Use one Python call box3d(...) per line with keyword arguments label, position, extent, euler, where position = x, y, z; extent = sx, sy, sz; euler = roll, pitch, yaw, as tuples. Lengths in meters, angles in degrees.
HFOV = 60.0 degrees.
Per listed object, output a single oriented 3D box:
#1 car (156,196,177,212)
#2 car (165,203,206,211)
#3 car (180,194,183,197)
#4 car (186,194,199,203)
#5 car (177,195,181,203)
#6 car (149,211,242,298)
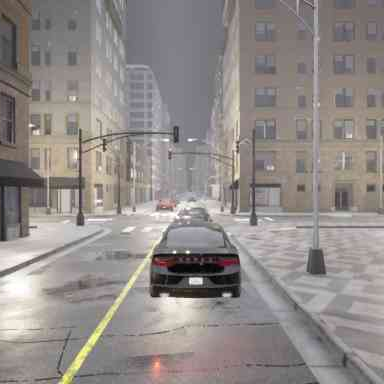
box3d(label="car", position=(-3.142, 1.475, 39.736), extent=(1.882, 1.535, 5.008), euler=(0, 0, -1))
box3d(label="car", position=(0.088, 1.546, 18.366), extent=(2.033, 1.411, 5.357), euler=(0, 0, 6))
box3d(label="car", position=(-3.134, 1.501, 59.642), extent=(1.837, 1.490, 4.892), euler=(0, 0, 0))
box3d(label="car", position=(-0.007, 1.597, 70.776), extent=(1.895, 1.301, 4.718), euler=(0, 0, 0))
box3d(label="car", position=(-3.121, 1.544, 49.468), extent=(2.033, 1.411, 5.357), euler=(0, 0, 0))
box3d(label="car", position=(0.066, 1.477, 8.556), extent=(1.882, 1.535, 5.008), euler=(0, 0, 0))
